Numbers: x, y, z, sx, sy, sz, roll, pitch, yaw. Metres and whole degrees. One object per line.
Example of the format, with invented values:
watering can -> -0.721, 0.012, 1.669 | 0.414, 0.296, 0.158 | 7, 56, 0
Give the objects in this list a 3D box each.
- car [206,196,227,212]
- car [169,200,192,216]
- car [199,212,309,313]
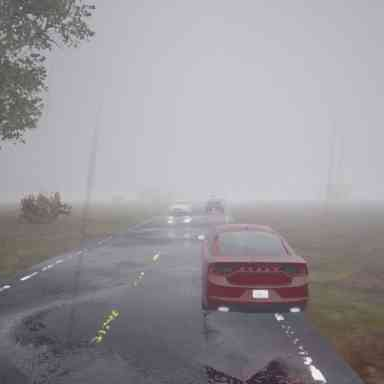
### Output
car -> 2.585, 1.490, 36.618 | 1.837, 1.490, 4.892 | 0, 0, 8
car -> -1.073, 1.516, 32.882 | 1.812, 1.442, 4.674 | 0, 0, 7
car -> 1.171, 1.478, 7.792 | 1.882, 1.535, 5.008 | 0, 0, 2
